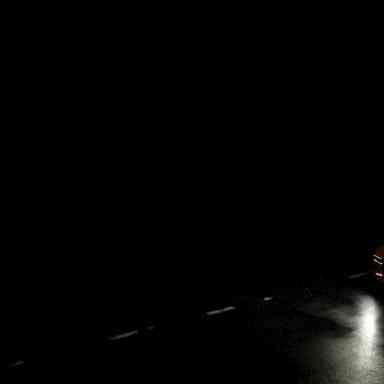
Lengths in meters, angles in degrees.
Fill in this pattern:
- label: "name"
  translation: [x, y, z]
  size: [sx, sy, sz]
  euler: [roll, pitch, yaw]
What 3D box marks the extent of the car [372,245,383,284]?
- label: "car"
  translation: [6.686, 1.590, 8.771]
  size: [5.008, 1.535, 1.882]
  euler: [1, 0, -36]
